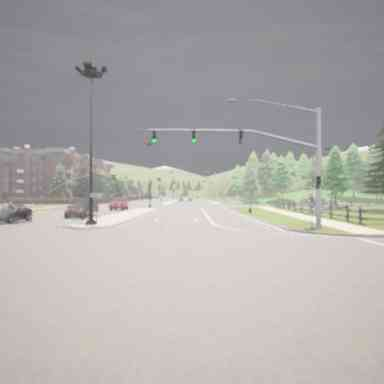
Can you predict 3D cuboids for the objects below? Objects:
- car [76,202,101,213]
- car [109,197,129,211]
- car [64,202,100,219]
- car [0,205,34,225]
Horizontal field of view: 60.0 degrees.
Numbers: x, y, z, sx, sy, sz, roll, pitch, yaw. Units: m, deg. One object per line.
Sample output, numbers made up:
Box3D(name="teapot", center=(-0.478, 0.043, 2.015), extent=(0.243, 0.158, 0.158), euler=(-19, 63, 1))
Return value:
Box3D(name="car", center=(-15.042, 2.175, 48.746), extent=(2.033, 1.411, 5.357), euler=(0, -1, 1))
Box3D(name="car", center=(-11.506, 1.889, 52.910), extent=(2.150, 2.045, 5.566), euler=(0, -1, 0))
Box3D(name="car", center=(-11.594, 1.798, 34.648), extent=(2.097, 1.767, 4.553), euler=(0, -1, 0))
Box3D(name="car", center=(-15.002, 1.847, 27.604), extent=(2.128, 1.511, 4.902), euler=(0, -1, 0))
